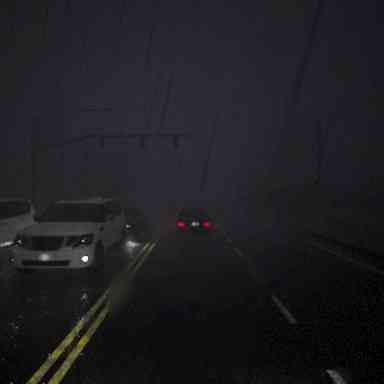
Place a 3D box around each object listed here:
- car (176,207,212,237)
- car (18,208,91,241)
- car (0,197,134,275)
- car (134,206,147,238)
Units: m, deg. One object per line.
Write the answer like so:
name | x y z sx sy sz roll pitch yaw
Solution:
car | 0.095 1.534 17.802 2.033 1.411 5.357 0 0 0
car | -7.005 1.587 17.544 1.895 1.301 4.718 0 0 0
car | -3.572 1.210 10.831 2.150 2.045 5.566 0 1 0
car | -3.505 1.492 17.575 1.837 1.490 4.892 0 0 0
